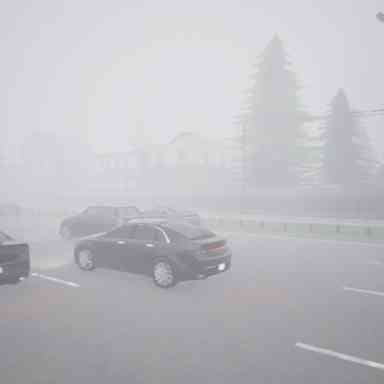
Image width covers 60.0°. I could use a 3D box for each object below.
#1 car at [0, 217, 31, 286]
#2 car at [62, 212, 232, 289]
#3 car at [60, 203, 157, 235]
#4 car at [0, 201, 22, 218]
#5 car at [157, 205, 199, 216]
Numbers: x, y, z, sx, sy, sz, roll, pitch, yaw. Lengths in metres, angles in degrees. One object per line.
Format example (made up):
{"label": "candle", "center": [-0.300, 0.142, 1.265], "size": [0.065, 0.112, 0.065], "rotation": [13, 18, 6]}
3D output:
{"label": "car", "center": [-6.038, 1.479, 8.303], "size": [5.008, 1.535, 1.882], "rotation": [0, 0, 36]}
{"label": "car", "center": [-1.274, 1.506, 9.203], "size": [4.892, 1.490, 1.837], "rotation": [0, 0, 36]}
{"label": "car", "center": [-4.140, 1.354, 15.547], "size": [4.553, 1.767, 2.097], "rotation": [0, 0, 36]}
{"label": "car", "center": [-16.696, 1.497, 28.808], "size": [4.902, 1.511, 2.128], "rotation": [0, 0, 36]}
{"label": "car", "center": [-1.803, 1.494, 18.178], "size": [4.902, 1.511, 2.128], "rotation": [0, 0, 36]}
